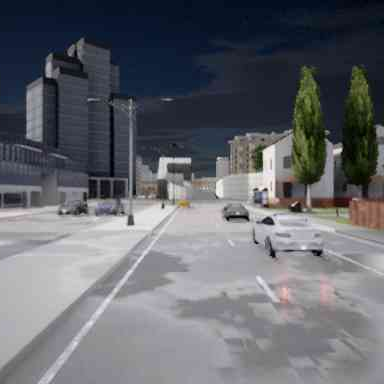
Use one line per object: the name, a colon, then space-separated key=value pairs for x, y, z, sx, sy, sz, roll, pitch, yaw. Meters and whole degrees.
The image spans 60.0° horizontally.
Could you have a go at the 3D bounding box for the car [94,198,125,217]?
car: x=-8.088 y=1.442 z=32.947 sx=2.097 sy=1.767 sz=4.553 roll=0 pitch=0 yaw=0

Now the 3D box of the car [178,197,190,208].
car: x=-1.218 y=1.595 z=50.896 sx=1.801 sy=1.575 sz=5.366 roll=0 pitch=0 yaw=0

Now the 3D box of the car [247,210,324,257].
car: x=3.586 y=1.561 z=13.013 sx=1.812 sy=1.442 sz=4.674 roll=0 pitch=0 yaw=0

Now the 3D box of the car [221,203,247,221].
car: x=3.598 y=1.641 z=28.127 sx=1.994 sy=1.385 sz=4.181 roll=0 pitch=0 yaw=0

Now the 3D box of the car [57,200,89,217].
car: x=-11.589 y=1.581 z=32.701 sx=2.128 sy=1.511 sz=4.902 roll=0 pitch=0 yaw=0
